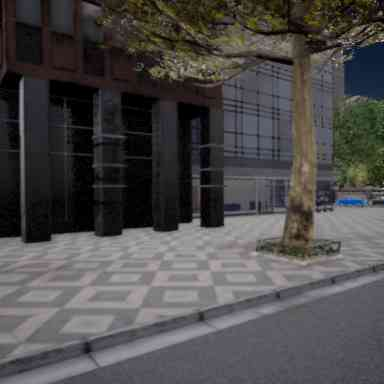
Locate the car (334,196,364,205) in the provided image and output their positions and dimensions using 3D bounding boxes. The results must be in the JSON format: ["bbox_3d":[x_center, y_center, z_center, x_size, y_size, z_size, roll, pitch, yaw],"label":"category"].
[{"bbox_3d":[27.036,1.468,57.501,1.947,1.339,4.313,-1,0,-35],"label":"car"}]

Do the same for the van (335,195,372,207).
[{"bbox_3d":[23.252,1.315,48.066,1.690,1.788,3.998,-1,0,-35],"label":"van"}]

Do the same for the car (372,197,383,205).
[{"bbox_3d":[30.219,1.431,52.985,2.008,1.369,4.403,-1,0,-35],"label":"car"}]
